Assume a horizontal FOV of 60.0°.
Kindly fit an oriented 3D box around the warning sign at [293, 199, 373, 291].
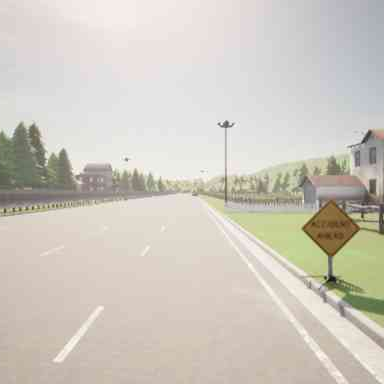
[{"bbox_3d":[3.050,1.088,7.334,1.300,1.860,1.060,0,0,0],"label":"warning sign"}]
